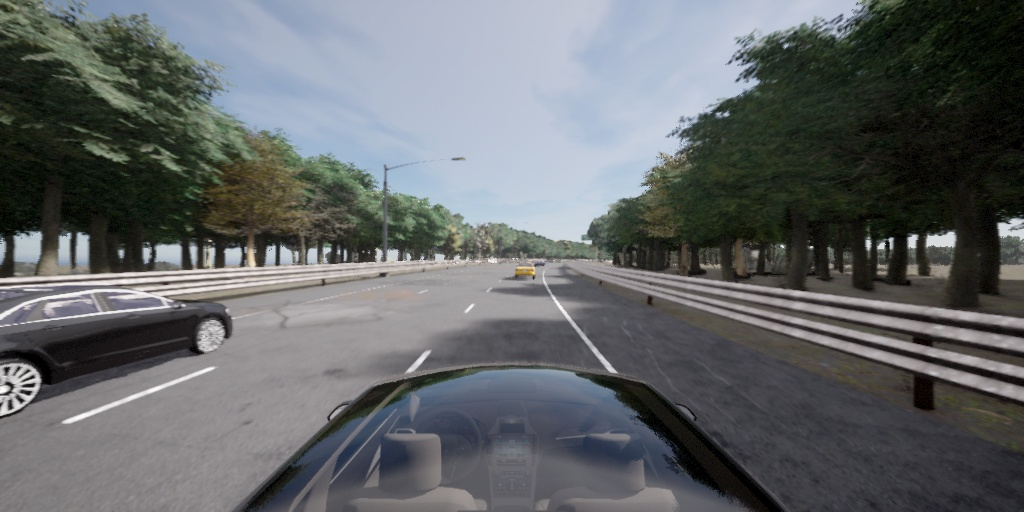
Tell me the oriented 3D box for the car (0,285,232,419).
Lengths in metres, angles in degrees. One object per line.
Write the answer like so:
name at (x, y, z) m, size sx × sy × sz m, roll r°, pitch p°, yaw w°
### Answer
car at (-6.946, 1.200, 5.713) m, size 2.128 × 1.511 × 4.902 m, roll 0°, pitch 0°, yaw 1°

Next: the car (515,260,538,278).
car at (1.266, 1.201, 33.402) m, size 1.801 × 1.575 × 5.366 m, roll 0°, pitch 0°, yaw 4°
